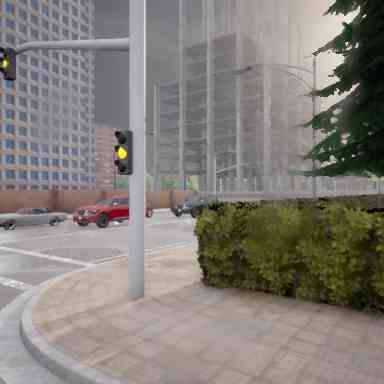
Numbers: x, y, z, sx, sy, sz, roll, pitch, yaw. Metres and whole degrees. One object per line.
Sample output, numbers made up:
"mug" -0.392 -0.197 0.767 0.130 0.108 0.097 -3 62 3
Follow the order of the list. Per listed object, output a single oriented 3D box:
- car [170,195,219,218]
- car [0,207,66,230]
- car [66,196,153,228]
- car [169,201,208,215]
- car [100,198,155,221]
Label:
"car" 0.528 1.277 31.595 2.150 2.045 5.566 0 0 36
"car" -10.750 1.656 21.801 1.895 1.301 4.718 0 0 35
"car" -5.508 1.277 23.168 2.150 2.045 5.566 0 0 33
"car" -0.309 1.656 36.444 1.895 1.301 4.718 0 0 36
"car" -5.536 1.407 29.130 2.097 1.767 4.553 0 0 35
